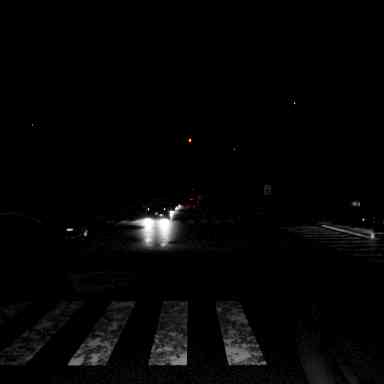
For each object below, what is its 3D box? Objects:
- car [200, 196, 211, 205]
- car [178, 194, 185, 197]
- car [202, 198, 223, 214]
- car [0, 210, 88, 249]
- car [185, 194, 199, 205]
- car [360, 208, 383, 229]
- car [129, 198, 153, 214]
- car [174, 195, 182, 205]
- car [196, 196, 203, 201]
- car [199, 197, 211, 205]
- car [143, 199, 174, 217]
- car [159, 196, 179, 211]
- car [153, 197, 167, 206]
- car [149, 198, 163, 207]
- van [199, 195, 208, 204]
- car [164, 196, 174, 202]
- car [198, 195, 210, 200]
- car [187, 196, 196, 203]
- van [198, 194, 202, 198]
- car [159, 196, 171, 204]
[{"bbox_3d":[2.397,1.641,47.147,1.802,1.307,4.206,0,0,0],"label":"car"},{"bbox_3d":[-3.008,1.584,62.043,2.128,1.511,4.902,0,0,1],"label":"car"},{"bbox_3d":[2.373,1.606,36.124,1.947,1.339,4.313,0,0,0],"label":"car"},{"bbox_3d":[-6.911,1.511,13.871,4.902,1.511,2.128,0,0,0],"label":"car"},{"bbox_3d":[-0.104,1.585,62.241,2.128,1.511,4.902,0,0,0],"label":"car"},{"bbox_3d":[13.042,1.457,20.633,4.892,1.490,1.837,0,0,0],"label":"car"},{"bbox_3d":[-5.652,1.480,36.143,1.967,1.590,4.097,0,0,0],"label":"car"},{"bbox_3d":[-3.075,1.633,51.962,1.994,1.385,4.181,0,0,0],"label":"car"},{"bbox_3d":[2.084,1.697,90.093,1.812,1.442,4.674,0,0,0],"label":"car"},{"bbox_3d":[2.435,1.647,63.678,2.008,1.369,4.403,0,0,0],"label":"car"},{"bbox_3d":[-3.143,1.634,32.022,1.895,1.301,4.718,0,0,1],"label":"car"},{"bbox_3d":[-3.097,1.614,41.978,1.994,1.385,4.181,0,0,1],"label":"car"},{"bbox_3d":[-5.603,1.633,58.186,2.008,1.369,4.403,0,0,0],"label":"car"},{"bbox_3d":[-5.615,1.652,52.675,1.802,1.307,4.206,0,0,0],"label":"car"},{"bbox_3d":[2.447,1.452,69.189,1.690,1.788,3.998,0,0,0],"label":"van"},{"bbox_3d":[-5.553,1.694,80.228,2.008,1.369,4.403,0,0,0],"label":"car"},{"bbox_3d":[2.410,1.636,52.657,1.947,1.339,4.313,0,0,0],"label":"car"},{"bbox_3d":[-0.171,1.679,74.051,1.994,1.385,4.181,0,0,0],"label":"car"},{"bbox_3d":[2.422,1.424,58.168,1.690,1.788,3.998,0,0,0],"label":"van"},{"bbox_3d":[-5.578,1.551,69.207,1.967,1.590,4.097,0,0,0],"label":"car"}]
